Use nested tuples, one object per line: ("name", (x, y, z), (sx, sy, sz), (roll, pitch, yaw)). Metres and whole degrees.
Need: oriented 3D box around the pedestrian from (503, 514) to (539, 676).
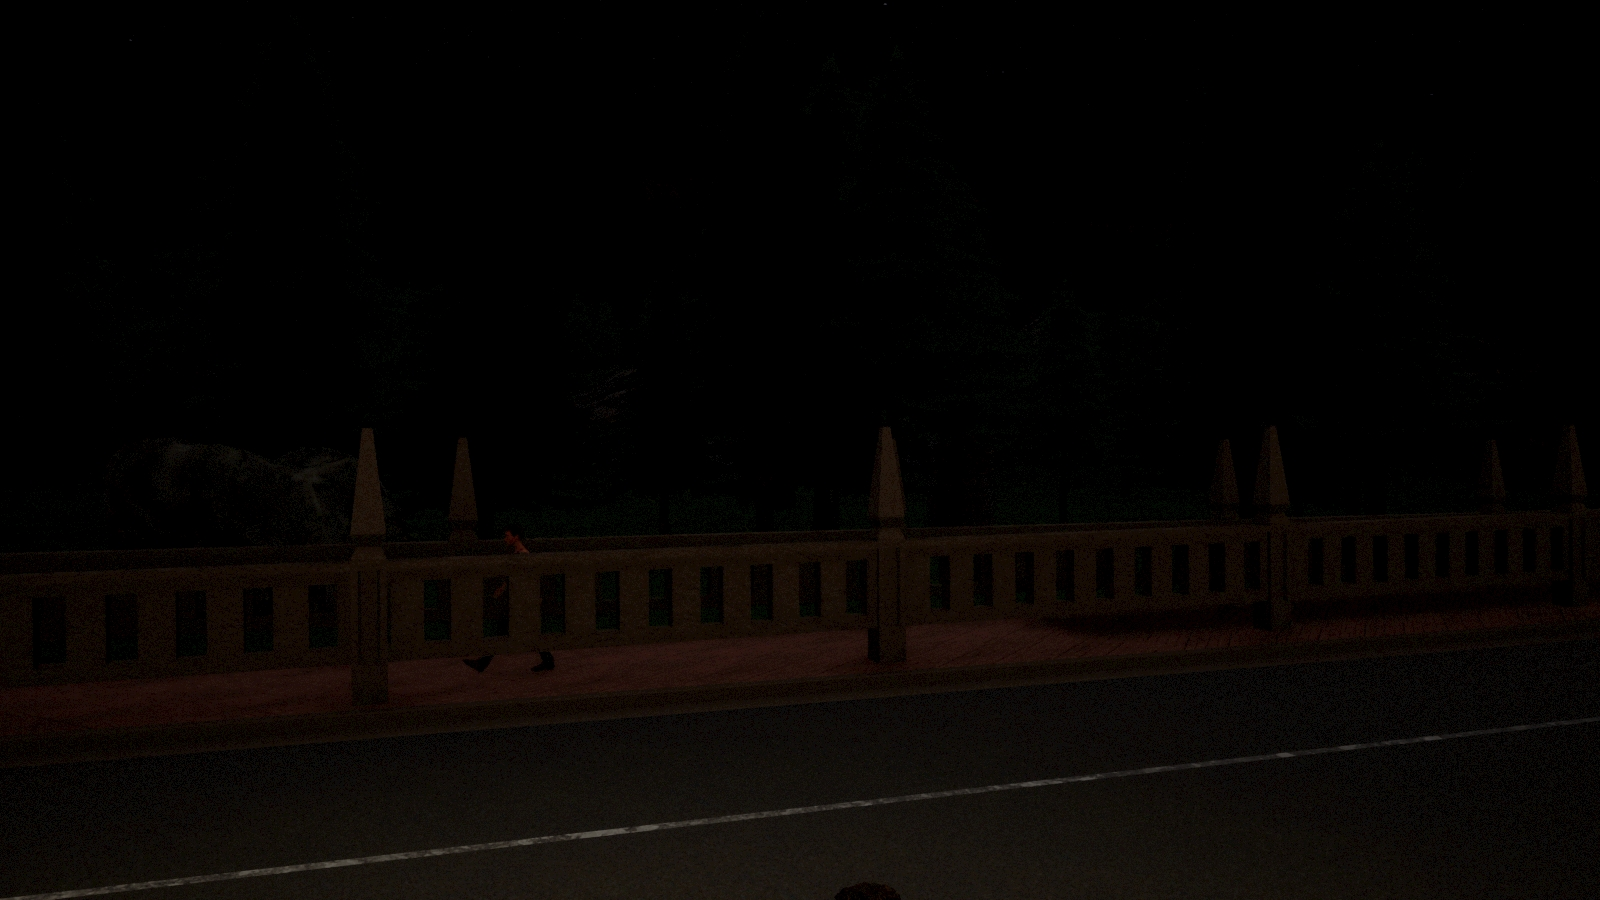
("pedestrian", (-3.294, 1.694, 13.497), (0.375, 1.860, 0.375), (0, 0, -20))
